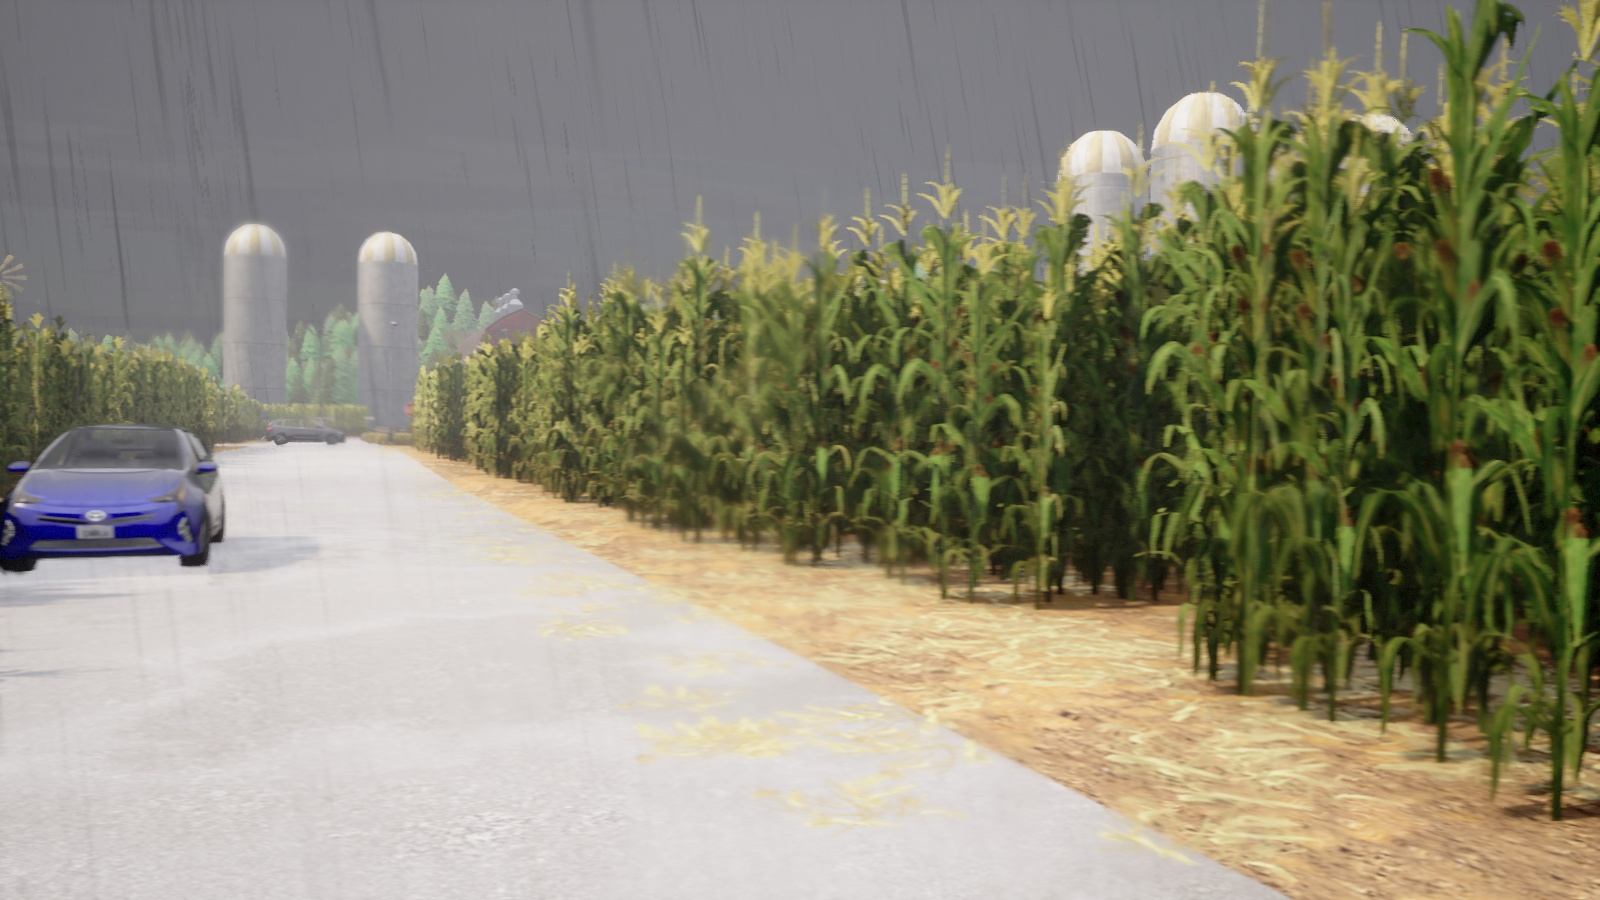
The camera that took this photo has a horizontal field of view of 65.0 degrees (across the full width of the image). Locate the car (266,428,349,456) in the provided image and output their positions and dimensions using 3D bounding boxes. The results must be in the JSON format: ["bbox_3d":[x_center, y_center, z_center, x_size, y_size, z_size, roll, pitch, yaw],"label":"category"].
[{"bbox_3d":[-29.849,-0.502,76.164,4.611,1.667,2.242,0,0,-21],"label":"car"}]

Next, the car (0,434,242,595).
[{"bbox_3d":[-7.667,0.593,14.443,2.007,1.525,4.514,-1,1,-21],"label":"car"}]
